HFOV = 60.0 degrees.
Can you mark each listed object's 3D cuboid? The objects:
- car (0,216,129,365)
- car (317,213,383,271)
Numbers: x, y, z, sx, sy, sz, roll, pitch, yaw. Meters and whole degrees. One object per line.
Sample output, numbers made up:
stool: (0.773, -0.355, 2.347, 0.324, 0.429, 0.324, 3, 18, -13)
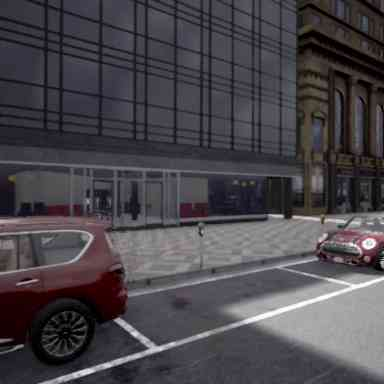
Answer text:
car: (-3.284, 1.315, 4.300, 5.009, 1.841, 2.192, 0, 0, -35)
car: (5.893, 1.447, 10.844, 4.097, 1.590, 1.967, 0, 0, -35)
